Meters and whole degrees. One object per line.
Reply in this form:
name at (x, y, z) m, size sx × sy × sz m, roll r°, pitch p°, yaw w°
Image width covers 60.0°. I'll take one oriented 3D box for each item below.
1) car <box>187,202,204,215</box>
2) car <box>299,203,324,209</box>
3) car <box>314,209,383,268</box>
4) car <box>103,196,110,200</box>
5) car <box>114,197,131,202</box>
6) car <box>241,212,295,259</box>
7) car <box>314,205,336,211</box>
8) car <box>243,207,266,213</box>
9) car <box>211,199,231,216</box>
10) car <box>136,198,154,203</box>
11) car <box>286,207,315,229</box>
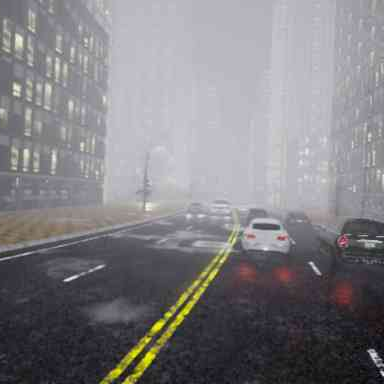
car at (0.546, 2.093, 43.116) m, size 1.812 × 1.442 × 4.674 m, roll 2°, pitch 0°, yaw 6°
car at (27.116, 3.570, 76.665) m, size 5.009 × 1.841 × 2.192 m, roll 3°, pitch 0°, yaw 7°
car at (6.150, 1.773, 12.757) m, size 2.097 × 1.767 × 4.553 m, roll 2°, pitch -1°, yaw 12°
car at (-22.740, 1.428, 82.966) m, size 4.313 × 1.339 × 1.947 m, roll 3°, pitch 0°, yaw 7°
car at (-17.119, 1.715, 82.176) m, size 4.206 × 1.307 × 1.802 m, roll 3°, pitch 0°, yaw 7°
car at (3.142, 1.839, 14.270) m, size 1.812 × 1.442 × 4.674 m, roll 2°, pitch 0°, yaw 12°
car at (33.579, 4.048, 84.291) m, size 4.829 × 1.417 × 1.752 m, roll 3°, pitch 0°, yaw 7°
car at (5.518, 2.095, 28.504) m, size 1.837 × 1.490 × 4.892 m, roll 2°, pitch 0°, yaw 8°
car at (3.673, 1.899, 41.802) m, size 2.150 × 2.045 × 5.566 m, roll 2°, pitch -1°, yaw 6°
car at (-11.489, 1.969, 81.425) m, size 4.313 × 1.339 × 1.947 m, roll 3°, pitch 0°, yaw 7°
car at (8.746, 2.281, 28.158) m, size 1.994 × 1.385 × 4.181 m, roll 2°, pitch -1°, yaw 8°
